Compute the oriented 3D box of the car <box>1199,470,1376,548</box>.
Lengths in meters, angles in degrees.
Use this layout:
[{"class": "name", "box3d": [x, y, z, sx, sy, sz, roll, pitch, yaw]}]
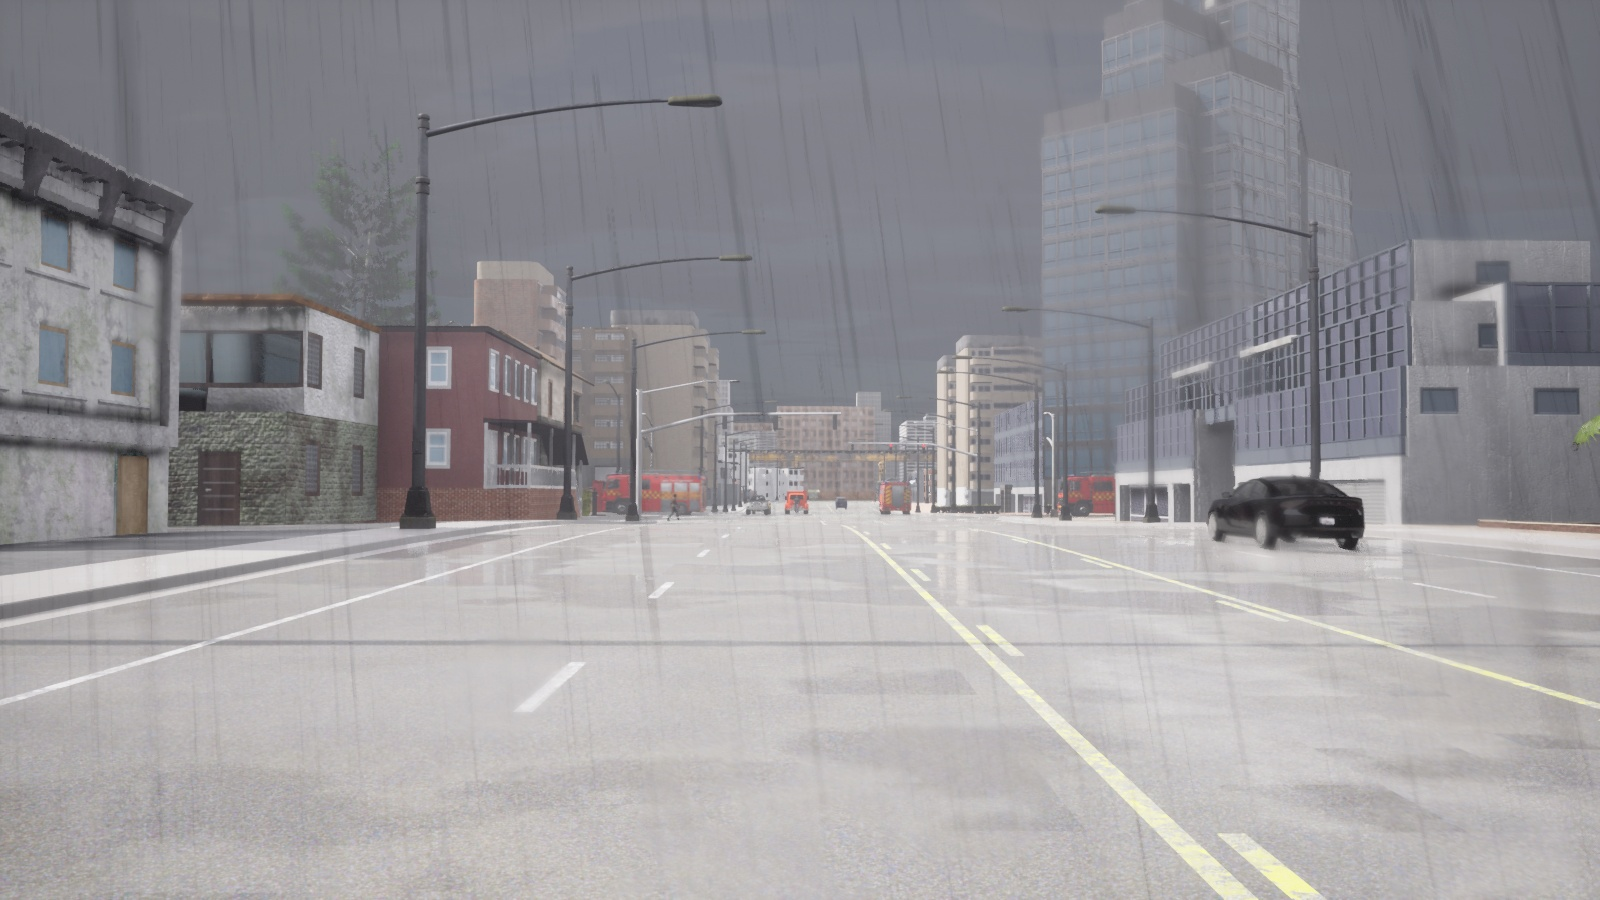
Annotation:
[{"class": "car", "box3d": [10.436, 1.232, 27.363, 1.882, 1.535, 5.008, 0, -1, 0]}]
